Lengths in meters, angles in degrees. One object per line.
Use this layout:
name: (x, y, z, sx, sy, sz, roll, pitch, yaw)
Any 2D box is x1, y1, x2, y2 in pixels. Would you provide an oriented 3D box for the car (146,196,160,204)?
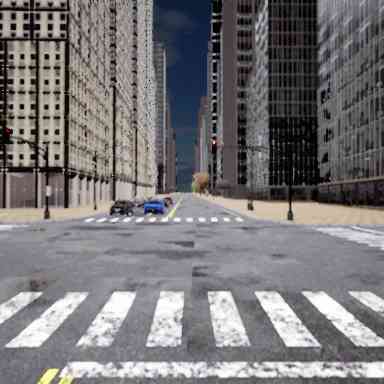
car: (-7.634, 1.568, 65.334, 2.128, 1.511, 4.902, 0, 0, -1)

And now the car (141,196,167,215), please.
car: (-3.924, 1.527, 35.037, 1.882, 1.535, 5.008, 0, 0, -2)

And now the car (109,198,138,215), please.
car: (-7.151, 1.552, 34.118, 1.837, 1.490, 4.892, 0, 0, -1)

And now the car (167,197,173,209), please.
car: (-4.115, 1.663, 46.446, 1.895, 1.301, 4.718, 0, 0, -1)

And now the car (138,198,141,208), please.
car: (-7.357, 1.551, 45.859, 2.128, 1.511, 4.902, 0, 0, -1)
